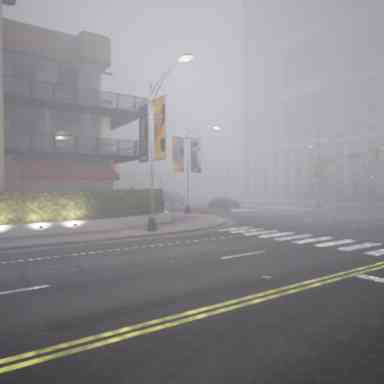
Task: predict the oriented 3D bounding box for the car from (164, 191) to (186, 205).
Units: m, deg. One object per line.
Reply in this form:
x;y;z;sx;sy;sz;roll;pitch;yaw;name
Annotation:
-3.004;0.834;48.351;2.150;2.045;5.566;-1;1;-33;car

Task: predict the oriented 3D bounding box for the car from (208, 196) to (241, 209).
3.679;1.211;38.265;1.994;1.385;4.181;-1;1;-34;car
